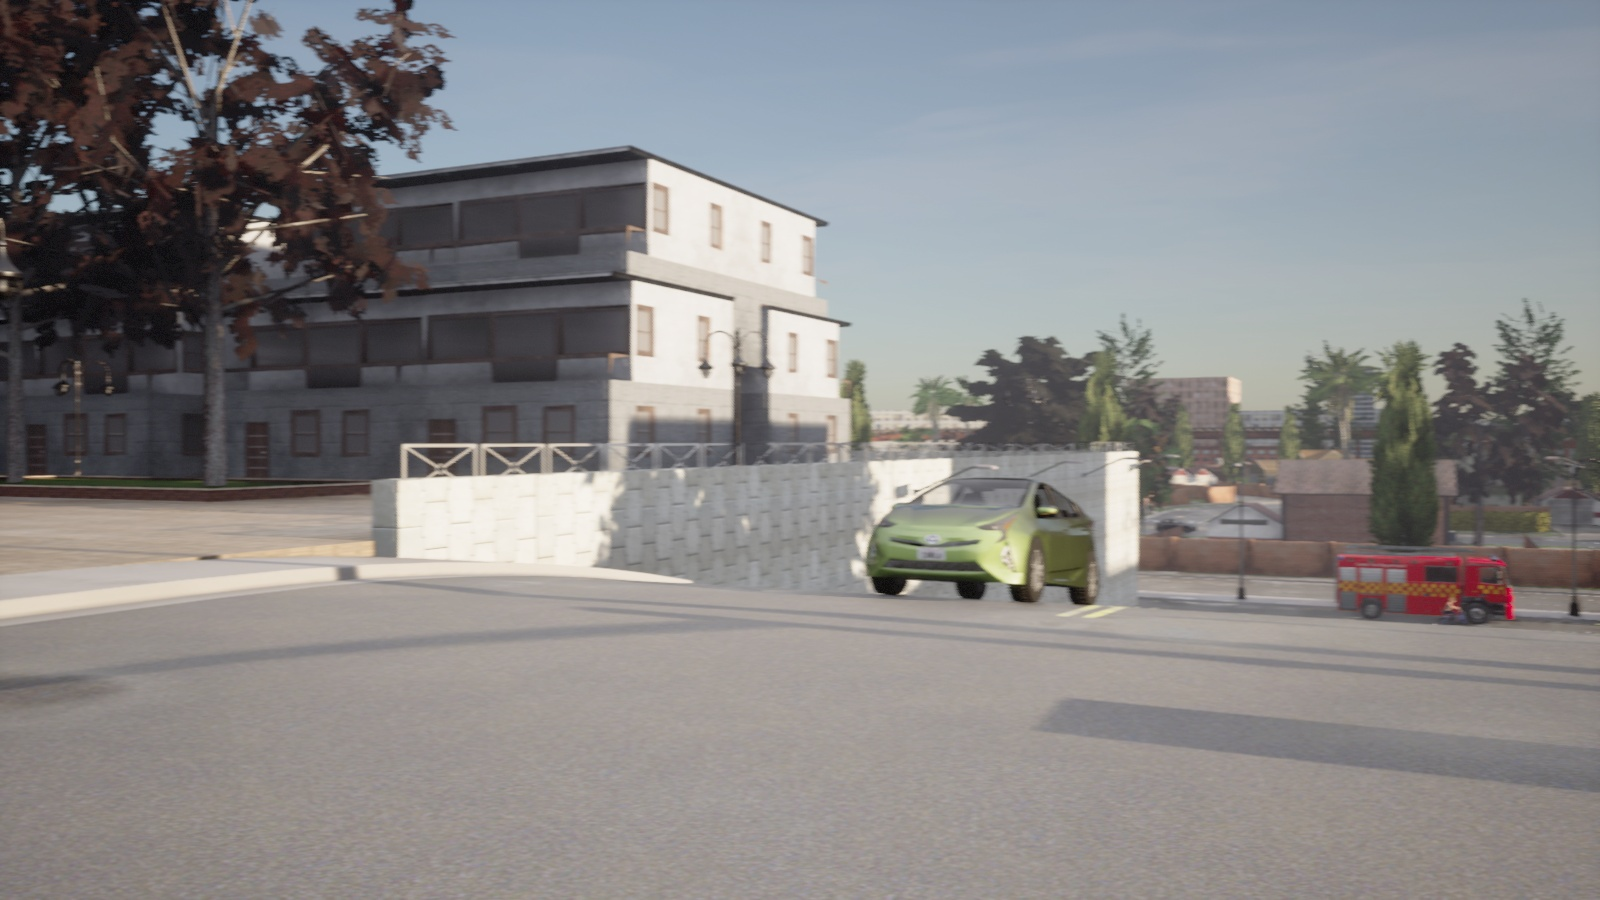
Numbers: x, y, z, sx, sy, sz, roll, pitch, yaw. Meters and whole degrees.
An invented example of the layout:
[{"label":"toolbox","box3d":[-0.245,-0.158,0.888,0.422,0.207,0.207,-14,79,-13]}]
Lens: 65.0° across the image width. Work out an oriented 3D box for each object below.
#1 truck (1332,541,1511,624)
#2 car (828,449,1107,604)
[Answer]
[{"label":"truck","box3d":[33.305,7.007,67.578,8.468,3.827,2.891,0,0,26]},{"label":"car","box3d":[2.229,1.029,15.323,2.007,1.525,4.514,0,-7,26]}]
